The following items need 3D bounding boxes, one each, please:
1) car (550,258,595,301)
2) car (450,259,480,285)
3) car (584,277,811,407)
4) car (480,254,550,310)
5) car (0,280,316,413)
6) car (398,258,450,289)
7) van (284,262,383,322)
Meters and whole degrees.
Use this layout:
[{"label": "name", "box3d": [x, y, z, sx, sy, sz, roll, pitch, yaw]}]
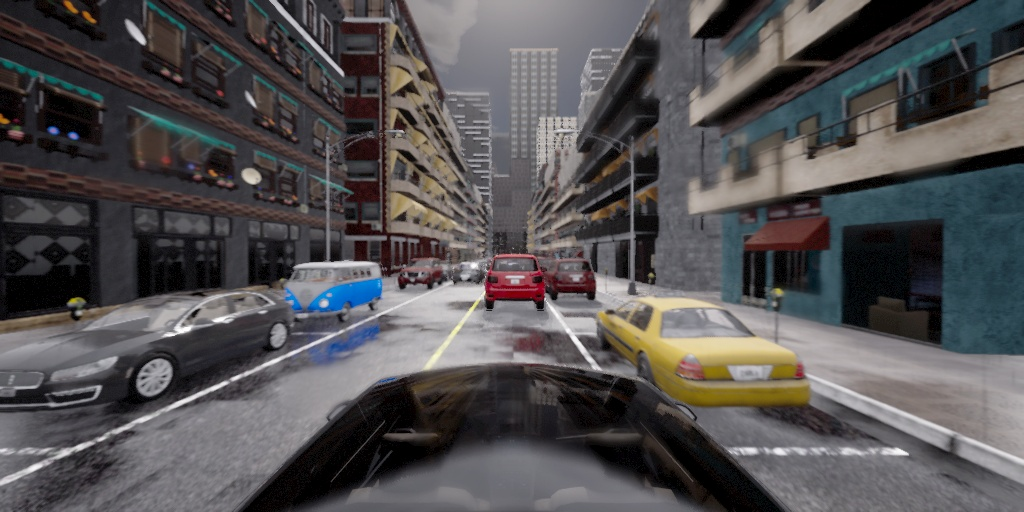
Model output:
[{"label": "car", "box3d": [2.694, 1.057, 17.385, 2.192, 1.841, 5.009, 0, 0, 0]}, {"label": "car", "box3d": [-3.087, 1.230, 25.924, 2.128, 1.511, 4.902, 0, 0, 0]}, {"label": "car", "box3d": [2.691, 1.273, 6.351, 1.751, 1.417, 4.829, 0, 0, 0]}, {"label": "car", "box3d": [0.105, 0.964, 14.731, 2.150, 2.045, 5.566, 0, 0, 0]}, {"label": "car", "box3d": [-5.657, 1.299, 6.212, 2.007, 1.370, 4.403, 0, 0, 0]}, {"label": "car", "box3d": [-5.675, 1.055, 23.018, 2.192, 1.841, 5.009, 0, 0, 0]}, {"label": "van", "box3d": [-5.655, 1.086, 11.814, 1.690, 1.789, 3.998, 0, 0, 0]}]
